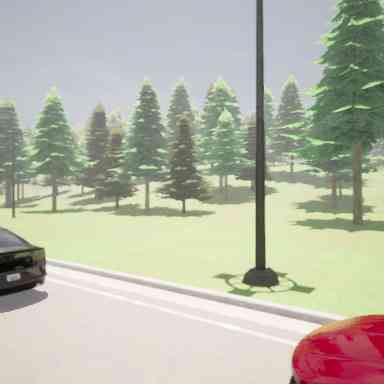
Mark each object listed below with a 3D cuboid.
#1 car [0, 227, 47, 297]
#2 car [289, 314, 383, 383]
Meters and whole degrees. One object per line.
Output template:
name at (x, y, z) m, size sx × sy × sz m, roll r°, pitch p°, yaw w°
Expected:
car at (-5.480, 1.511, 7.904) m, size 5.008 × 1.535 × 1.882 m, roll 0°, pitch 0°, yaw 36°
car at (3.053, 1.472, 1.794) m, size 5.008 × 1.535 × 1.882 m, roll 0°, pitch 0°, yaw 36°
